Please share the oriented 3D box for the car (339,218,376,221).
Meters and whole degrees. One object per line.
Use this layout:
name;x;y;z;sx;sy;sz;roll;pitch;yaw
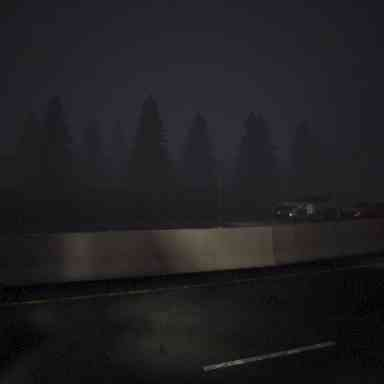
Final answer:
car;12.488;1.408;23.749;5.008;1.535;1.882;0;0;-31
